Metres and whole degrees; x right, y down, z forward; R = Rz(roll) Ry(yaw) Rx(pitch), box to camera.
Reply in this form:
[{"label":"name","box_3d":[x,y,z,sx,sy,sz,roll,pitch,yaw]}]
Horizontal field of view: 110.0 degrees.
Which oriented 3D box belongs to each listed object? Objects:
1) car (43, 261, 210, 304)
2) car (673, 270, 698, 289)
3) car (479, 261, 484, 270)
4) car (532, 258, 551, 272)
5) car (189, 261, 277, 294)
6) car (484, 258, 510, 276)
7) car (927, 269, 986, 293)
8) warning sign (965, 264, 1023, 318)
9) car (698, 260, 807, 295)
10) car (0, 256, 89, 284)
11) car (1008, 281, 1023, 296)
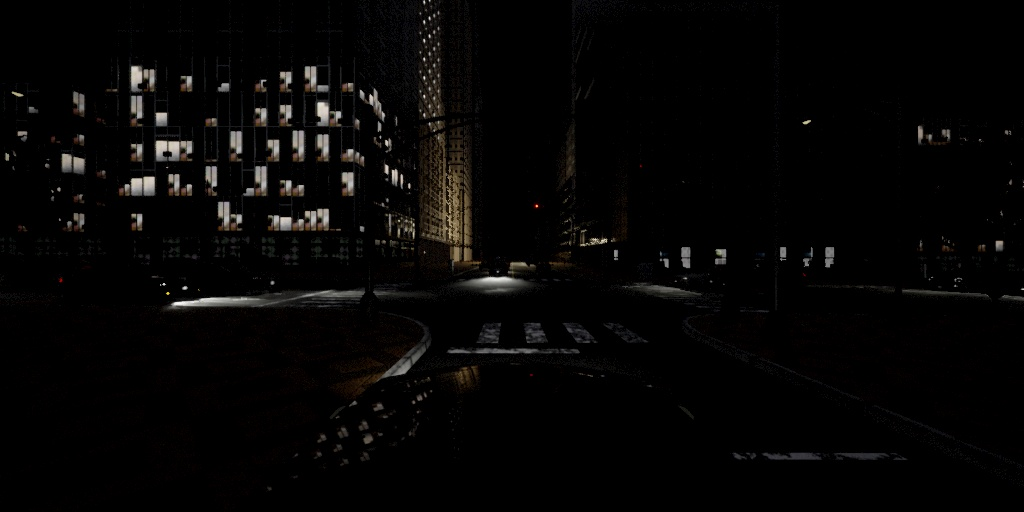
[{"label":"car","box_3d":[-15.036,1.062,14.217,4.181,1.385,1.994,1,0,-2]},{"label":"car","box_3d":[13.901,1.548,25.418,4.674,1.442,1.812,1,0,-2]},{"label":"car","box_3d":[-3.852,1.343,52.222,1.802,1.307,4.207,0,0,0]},{"label":"car","box_3d":[4.082,1.329,46.701,1.948,1.339,4.313,0,0,0]},{"label":"car","box_3d":[-14.235,1.002,17.513,4.902,1.511,2.128,1,0,-3]},{"label":"car","box_3d":[-1.372,1.259,37.140,2.128,1.511,4.902,0,0,0]},{"label":"car","box_3d":[33.440,1.726,26.251,4.553,1.767,2.097,1,0,-2]},{"label":"warning sign","box_3d":[17.313,1.204,12.853,1.060,1.860,1.300,0,0,-2]},{"label":"car","box_3d":[15.044,1.266,22.214,5.566,2.045,2.150,1,0,-2]},{"label":"car","box_3d":[-26.276,0.768,20.450,5.008,1.535,1.882,1,0,-3]},{"label":"car","box_3d":[35.193,1.910,23.072,4.892,1.490,1.837,1,0,-2]}]
